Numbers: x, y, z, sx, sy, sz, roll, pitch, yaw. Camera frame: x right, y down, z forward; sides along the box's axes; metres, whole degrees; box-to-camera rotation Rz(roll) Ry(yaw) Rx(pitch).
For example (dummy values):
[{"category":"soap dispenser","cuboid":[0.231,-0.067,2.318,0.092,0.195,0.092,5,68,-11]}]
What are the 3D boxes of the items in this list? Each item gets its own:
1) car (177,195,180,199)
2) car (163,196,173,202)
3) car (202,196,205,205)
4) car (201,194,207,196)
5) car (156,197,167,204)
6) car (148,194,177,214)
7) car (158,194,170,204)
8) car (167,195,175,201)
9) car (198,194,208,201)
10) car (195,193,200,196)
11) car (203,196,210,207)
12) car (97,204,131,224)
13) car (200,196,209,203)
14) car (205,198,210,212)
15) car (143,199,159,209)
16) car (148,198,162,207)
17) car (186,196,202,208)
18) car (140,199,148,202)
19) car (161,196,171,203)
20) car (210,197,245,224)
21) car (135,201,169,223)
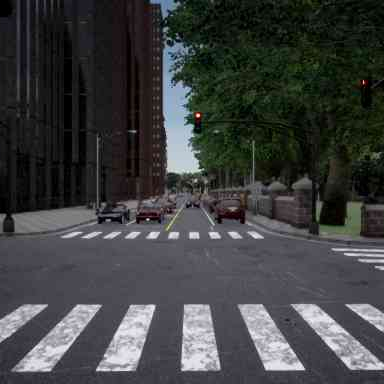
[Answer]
[{"category":"car","cuboid":[-3.078,1.538,45.701,1.837,1.490,4.892,0,0,0]},{"category":"car","cuboid":[-5.742,1.619,79.600,1.887,1.381,4.507,0,0,0]},{"category":"car","cuboid":[2.775,1.585,46.862,2.008,1.369,4.403,0,0,0]},{"category":"car","cuboid":[2.776,1.480,52.319,1.967,1.590,4.097,0,0,0]},{"category":"car","cuboid":[-5.746,1.634,63.228,1.802,1.307,4.206,0,0,0]},{"category":"car","cuboid":[-3.089,1.373,35.468,2.097,1.767,4.553,0,0,1]},{"category":"car","cuboid":[-5.745,1.374,68.686,2.192,1.841,5.009,0,0,0]},{"category":"car","cuboid":[-5.739,1.532,90.514,1.967,1.590,4.097,0,0,0]},{"category":"car","cuboid":[2.785,1.398,85.058,2.192,1.841,5.009,0,0,0]},{"category":"car","cuboid":[0.119,1.548,69.736,2.128,1.511,4.902,0,0,0]},{"category":"car","cuboid":[2.773,1.579,41.405,2.008,1.369,4.403,0,0,0]},{"category":"car","cuboid":[-5.756,1.576,25.029,1.947,1.339,4.313,0,0,0]},{"category":"car","cuboid":[2.782,1.592,74.314,1.752,1.417,4.829,0,0,0]},{"category":"car","cuboid":[2.772,1.588,35.949,1.947,1.339,4.313,0,0,0]},{"category":"car","cuboid":[-5.750,1.616,46.857,1.802,1.307,4.206,0,0,0]},{"category":"car","cuboid":[-5.749,1.622,52.314,1.802,1.307,4.206,0,0,0]},{"category":"car","cuboid":[0.113,1.637,49.163,1.895,1.301,4.718,0,0,0]},{"category":"car","cuboid":[-5.752,1.579,41.400,2.008,1.369,4.403,0,0,0]},{"category":"car","cuboid":[-5.743,1.611,74.142,1.887,1.381,4.507,0,0,0]},{"category":"car","cuboid":[2.769,1.325,25.036,2.192,1.841,5.009,0,0,0]},{"category":"car","cuboid":[-3.093,1.612,25.475,1.895,1.301,4.718,0,0,0]}]
